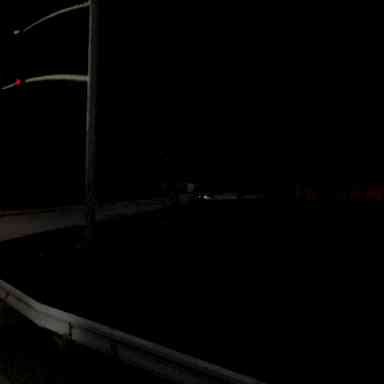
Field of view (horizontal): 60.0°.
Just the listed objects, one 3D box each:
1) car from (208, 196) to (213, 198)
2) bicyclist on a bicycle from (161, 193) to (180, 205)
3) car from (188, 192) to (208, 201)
[{"bbox_3d":[2.720,0.677,62.559,1.837,1.490,4.892,2,1,12],"label":"car"},{"bbox_3d":[-1.491,0.876,26.482,1.656,1.620,0.582,34,6,8],"label":"bicyclist on a bicycle"},{"bbox_3d":[0.632,0.778,52.571,2.128,1.511,4.902,2,1,12],"label":"car"}]
